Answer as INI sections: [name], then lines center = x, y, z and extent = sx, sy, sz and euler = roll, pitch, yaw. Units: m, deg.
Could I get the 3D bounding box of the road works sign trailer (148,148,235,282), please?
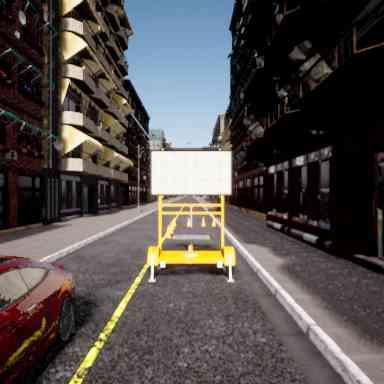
[road works sign trailer]
center = -0.020, 0.501, 9.883
extent = 2.380, 3.560, 2.880
euler = 0, 0, 0

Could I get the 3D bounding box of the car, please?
[car]
center = -2.755, 1.539, 3.666
extent = 1.812, 1.442, 4.674
euler = 0, 0, 0
